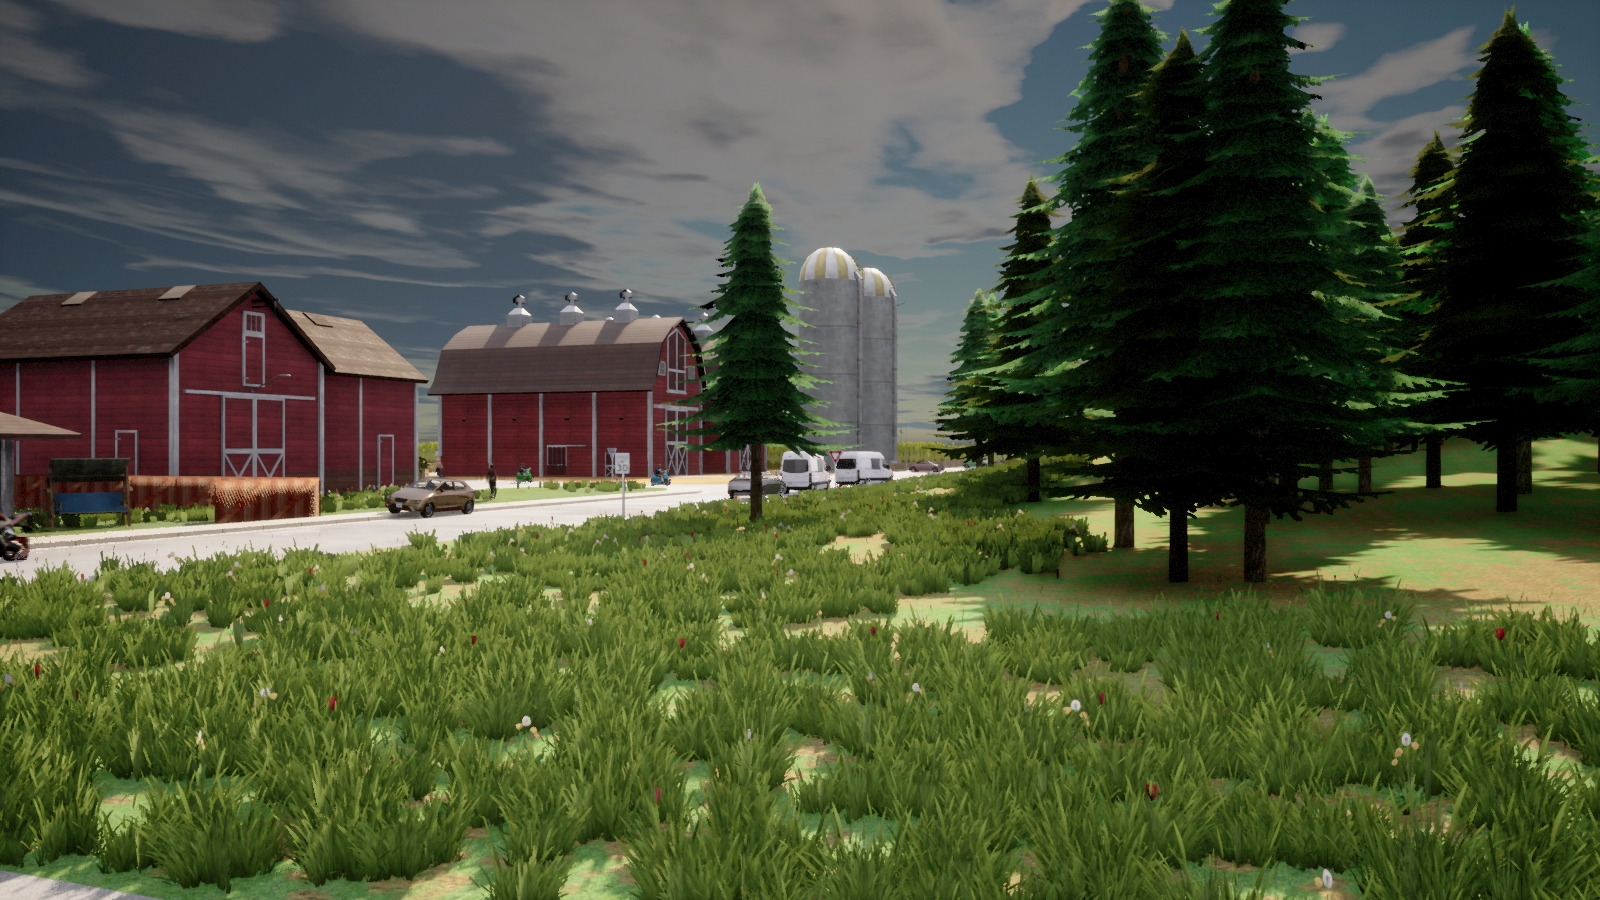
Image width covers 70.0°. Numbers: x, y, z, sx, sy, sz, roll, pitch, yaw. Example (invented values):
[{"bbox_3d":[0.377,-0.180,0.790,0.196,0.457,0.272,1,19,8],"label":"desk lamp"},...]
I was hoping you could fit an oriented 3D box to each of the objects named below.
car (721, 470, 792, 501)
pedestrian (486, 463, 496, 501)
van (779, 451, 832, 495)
[{"bbox_3d":[-2.306,1.907,62.002,2.128,1.511,4.902,0,0,20],"label":"car"},{"bbox_3d":[-14.996,1.550,55.422,0.375,1.860,0.375,0,0,5],"label":"pedestrian"},{"bbox_3d":[0.402,1.382,70.540,1.988,2.561,5.915,0,0,14],"label":"van"}]
